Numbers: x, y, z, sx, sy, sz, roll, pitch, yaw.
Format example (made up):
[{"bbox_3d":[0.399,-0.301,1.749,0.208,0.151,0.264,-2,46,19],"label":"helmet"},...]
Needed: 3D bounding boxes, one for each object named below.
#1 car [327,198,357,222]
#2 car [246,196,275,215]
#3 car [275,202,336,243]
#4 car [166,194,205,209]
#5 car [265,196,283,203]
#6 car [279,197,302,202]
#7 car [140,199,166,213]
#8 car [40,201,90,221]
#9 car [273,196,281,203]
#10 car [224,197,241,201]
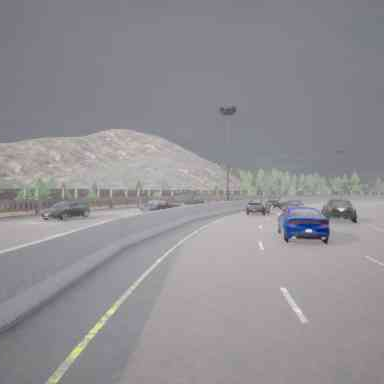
[{"bbox_3d":[11.516,1.351,26.200,2.097,1.767,4.553,0,0,17],"label":"car"},{"bbox_3d":[6.693,1.490,33.478,2.128,1.511,4.902,0,0,21],"label":"car"},{"bbox_3d":[5.334,1.477,16.309,1.882,1.535,5.008,0,0,10],"label":"car"},{"bbox_3d":[-0.359,1.221,35.314,2.150,2.045,5.566,0,0,21],"label":"car"},{"bbox_3d":[17.371,1.506,70.329,1.994,1.385,4.181,0,0,42],"label":"car"},{"bbox_3d":[10.365,1.546,33.461,2.033,1.411,5.357,0,0,22],"label":"car"},{"bbox_3d":[-3.853,1.525,35.849,1.812,1.442,4.674,0,0,21],"label":"car"},{"bbox_3d":[-10.257,1.505,27.266,1.837,1.490,4.892,0,0,15],"label":"car"},{"bbox_3d":[10.988,1.503,43.006,1.837,1.490,4.892,0,0,28],"label":"car"},{"bbox_3d":[7.943,1.561,64.471,1.994,1.385,4.181,0,0,37],"label":"car"}]
